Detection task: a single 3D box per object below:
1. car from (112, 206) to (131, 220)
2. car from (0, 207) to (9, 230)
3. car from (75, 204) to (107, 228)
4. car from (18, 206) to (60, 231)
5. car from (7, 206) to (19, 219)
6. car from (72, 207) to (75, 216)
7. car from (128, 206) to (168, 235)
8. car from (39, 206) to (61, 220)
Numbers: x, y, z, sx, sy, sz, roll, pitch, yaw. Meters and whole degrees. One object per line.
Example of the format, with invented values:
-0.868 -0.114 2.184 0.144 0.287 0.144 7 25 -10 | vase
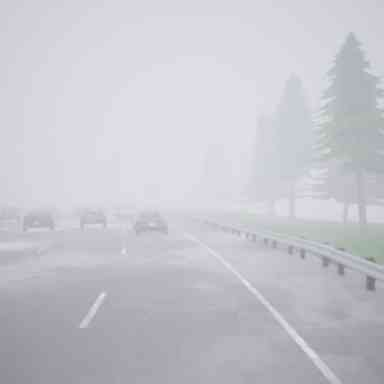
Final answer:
-6.948 2.058 33.996 1.895 1.301 4.718 0 -1 -22 | car
-13.288 1.925 20.395 2.033 1.411 5.357 0 -1 -15 | car
-7.555 1.862 25.493 2.128 1.511 4.902 0 -1 -18 | car
-10.640 1.862 23.656 1.882 1.535 5.008 0 -1 -17 | car
-17.453 2.101 32.051 2.033 1.411 5.357 0 -1 -25 | car
-12.295 2.081 37.471 1.812 1.442 4.674 0 -1 -25 | car
-2.729 1.830 20.977 1.994 1.385 4.181 0 -1 -13 | car
-15.128 2.165 35.290 1.895 1.301 4.718 0 -1 -25 | car
